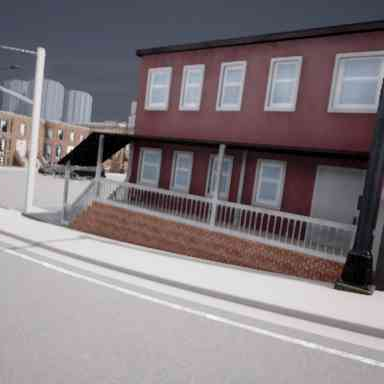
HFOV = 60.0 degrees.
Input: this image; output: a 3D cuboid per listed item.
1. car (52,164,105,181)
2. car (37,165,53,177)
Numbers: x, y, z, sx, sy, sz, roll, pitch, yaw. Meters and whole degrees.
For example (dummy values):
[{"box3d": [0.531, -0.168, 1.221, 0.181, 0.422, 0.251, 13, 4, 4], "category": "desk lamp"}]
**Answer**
[{"box3d": [-12.595, -2.392, 38.330, 2.150, 2.045, 5.566, 11, 6, 35], "category": "car"}, {"box3d": [-16.042, -2.579, 39.550, 1.994, 1.385, 4.181, 11, 6, 35], "category": "car"}]
